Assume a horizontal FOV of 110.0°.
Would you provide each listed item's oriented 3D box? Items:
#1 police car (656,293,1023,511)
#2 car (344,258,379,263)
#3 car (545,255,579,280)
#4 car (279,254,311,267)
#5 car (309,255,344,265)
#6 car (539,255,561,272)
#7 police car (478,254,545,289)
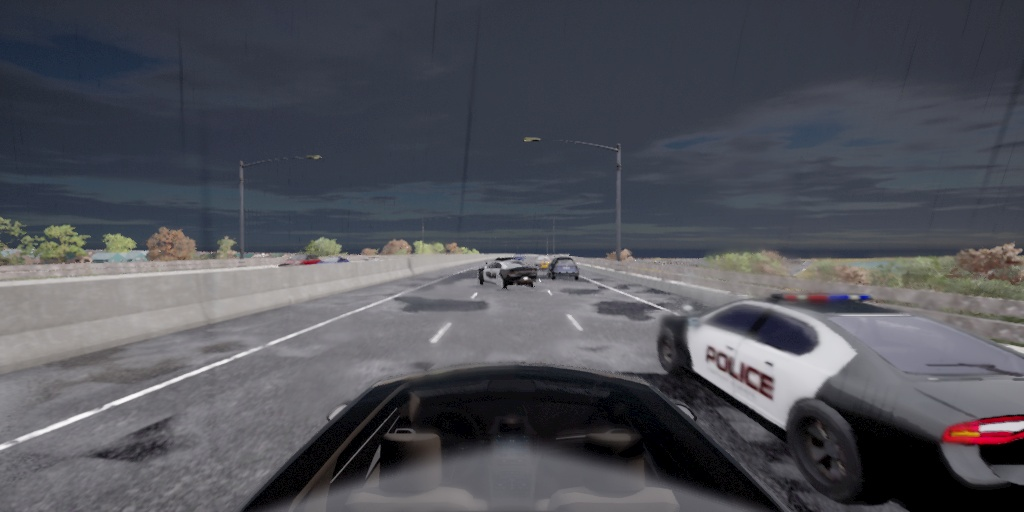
[{"bbox_3d":[3.501,1.216,4.473,2.038,1.542,4.974,0,1,0],"label":"police car"},{"bbox_3d":[-13.761,0.893,34.273,1.895,1.301,4.718,0,1,1],"label":"car"},{"bbox_3d":[3.683,0.840,26.314,2.033,1.649,4.856,0,1,1],"label":"car"},{"bbox_3d":[-20.737,0.626,35.362,2.097,1.767,4.553,0,1,1],"label":"car"},{"bbox_3d":[-17.250,0.808,34.875,1.812,1.442,4.674,0,1,1],"label":"car"},{"bbox_3d":[3.882,0.719,37.424,1.801,1.575,5.366,0,1,1],"label":"car"},{"bbox_3d":[-0.431,0.907,20.738,1.930,1.638,5.238,-2,2,-26],"label":"police car"}]
